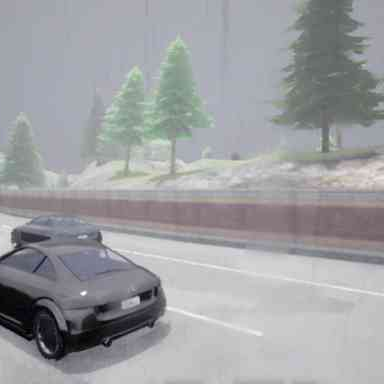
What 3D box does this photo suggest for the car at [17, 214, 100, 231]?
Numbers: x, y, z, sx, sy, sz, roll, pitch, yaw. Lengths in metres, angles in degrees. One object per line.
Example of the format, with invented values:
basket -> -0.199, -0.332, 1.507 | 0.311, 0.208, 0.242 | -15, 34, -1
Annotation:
car -> -5.311, 1.536, 12.911 | 4.181, 1.385, 1.994 | 0, 0, 41

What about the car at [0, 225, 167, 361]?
car -> -2.458, 1.551, 6.008 | 4.181, 1.385, 1.994 | 0, 0, 38
